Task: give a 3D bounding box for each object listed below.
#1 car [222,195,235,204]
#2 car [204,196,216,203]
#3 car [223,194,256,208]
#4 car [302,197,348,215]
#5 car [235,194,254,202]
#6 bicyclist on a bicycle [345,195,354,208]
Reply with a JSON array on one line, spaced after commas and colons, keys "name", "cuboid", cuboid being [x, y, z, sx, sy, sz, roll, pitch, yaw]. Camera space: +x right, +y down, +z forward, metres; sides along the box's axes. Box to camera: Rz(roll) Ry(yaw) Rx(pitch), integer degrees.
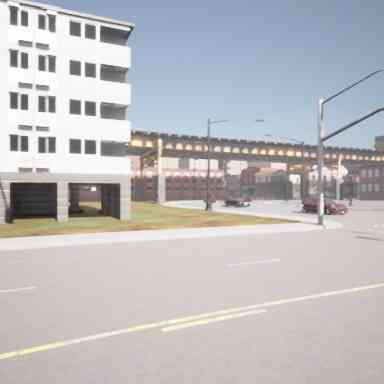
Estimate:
[{"name": "car", "cuboid": [7.284, 1.467, 66.460, 2.128, 1.511, 4.902, 0, 0, 12]}, {"name": "car", "cuboid": [3.661, 1.461, 67.301, 1.882, 1.535, 5.008, 0, 0, 15]}, {"name": "car", "cuboid": [6.427, 1.470, 47.587, 2.128, 1.511, 4.902, 0, 0, -24]}, {"name": "car", "cuboid": [13.150, 1.337, 33.089, 2.097, 1.767, 4.553, 0, 0, -25]}, {"name": "car", "cuboid": [11.948, 1.324, 75.699, 2.097, 1.767, 4.553, 0, 0, 41]}, {"name": "bicyclist on a bicycle", "cuboid": [20.487, 1.277, 43.306, 1.656, 1.620, 0.582, 0, 0, -25]}]
